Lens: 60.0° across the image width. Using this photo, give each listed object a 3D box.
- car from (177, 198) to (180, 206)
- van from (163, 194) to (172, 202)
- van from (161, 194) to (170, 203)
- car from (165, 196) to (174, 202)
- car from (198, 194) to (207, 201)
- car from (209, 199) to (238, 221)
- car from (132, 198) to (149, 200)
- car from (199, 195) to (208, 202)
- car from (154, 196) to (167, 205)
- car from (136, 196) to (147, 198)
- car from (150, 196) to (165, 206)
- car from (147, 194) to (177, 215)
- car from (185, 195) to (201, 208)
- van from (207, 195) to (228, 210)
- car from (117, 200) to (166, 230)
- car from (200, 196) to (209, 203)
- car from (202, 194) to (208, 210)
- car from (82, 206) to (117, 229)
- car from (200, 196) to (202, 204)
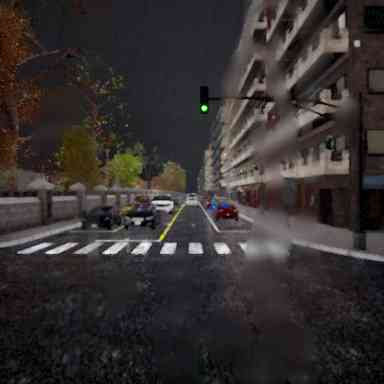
[{"bbox_3d":[-2.991,1.613,55.587,2.033,1.411,5.357,0,0,0],"label":"car"},{"bbox_3d":[-5.675,1.456,77.784,1.690,1.788,3.998,0,0,0],"label":"van"},{"bbox_3d":[-5.676,1.441,72.155,1.690,1.788,3.998,0,0,0],"label":"van"},{"bbox_3d":[-5.674,1.681,83.414,2.008,1.369,4.403,0,0,0],"label":"car"},{"bbox_3d":[2.707,1.462,89.043,2.192,1.841,5.009,0,0,0],"label":"car"},{"bbox_3d":[2.697,1.566,27.111,1.887,1.381,4.507,0,0,0],"label":"car"},{"bbox_3d":[-5.682,1.553,32.574,1.752,1.417,4.829,0,0,0],"label":"car"},{"bbox_3d":[2.705,1.555,77.782,1.967,1.590,4.097,0,0,0],"label":"car"},{"bbox_3d":[-5.677,1.516,60.894,1.967,1.590,4.097,0,0,0],"label":"car"},{"bbox_3d":[-5.681,1.351,38.374,2.192,1.841,5.009,0,0,0],"label":"car"},{"bbox_3d":[-5.679,1.505,55.265,1.967,1.590,4.097,0,0,0],"label":"car"},{"bbox_3d":[-3.080,1.247,34.993,2.150,2.045,5.566,0,1,0],"label":"car"},{"bbox_3d":[0.008,1.582,50.614,1.812,1.442,4.674,0,0,0],"label":"car"},{"bbox_3d":[2.699,1.369,32.742,1.690,1.788,3.998,0,0,0],"label":"van"},{"bbox_3d":[-3.097,1.507,21.440,2.128,1.511,4.902,0,0,0],"label":"car"},{"bbox_3d":[2.704,1.645,72.153,1.887,1.381,4.507,0,0,0],"label":"car"},{"bbox_3d":[2.700,1.485,44.003,1.967,1.590,4.097,0,0,0],"label":"car"},{"bbox_3d":[-5.684,1.581,21.483,1.947,1.339,4.313,0,0,0],"label":"car"},{"bbox_3d":[2.700,1.605,49.633,2.008,1.369,4.403,0,0,0],"label":"car"}]
